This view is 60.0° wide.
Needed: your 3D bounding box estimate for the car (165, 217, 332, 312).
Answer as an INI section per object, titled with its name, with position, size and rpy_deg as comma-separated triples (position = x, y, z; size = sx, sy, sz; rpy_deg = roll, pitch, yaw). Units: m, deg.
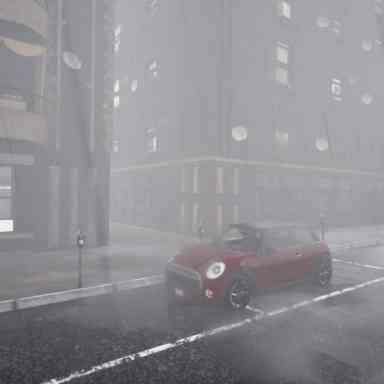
[car]
position = 1.373, 1.442, 7.684
size = 4.097, 1.590, 1.967
rpy_deg = 0, 1, -36
